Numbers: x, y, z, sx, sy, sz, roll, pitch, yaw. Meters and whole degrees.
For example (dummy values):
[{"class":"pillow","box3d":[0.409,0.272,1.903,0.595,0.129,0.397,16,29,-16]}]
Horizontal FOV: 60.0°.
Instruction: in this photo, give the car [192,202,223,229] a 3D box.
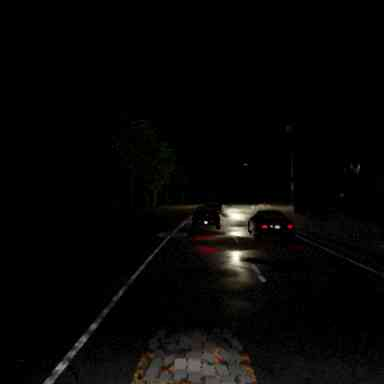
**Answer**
[{"class":"car","box3d":[1.064,1.732,23.843,1.837,1.490,4.892,0,0,4]}]

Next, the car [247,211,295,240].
[{"class":"car","box3d":[4.176,1.729,18.166,2.033,1.411,5.357,0,0,3]}]

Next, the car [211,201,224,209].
[{"class":"car","box3d":[2.838,1.871,41.533,1.812,1.442,4.674,0,0,7]}]
